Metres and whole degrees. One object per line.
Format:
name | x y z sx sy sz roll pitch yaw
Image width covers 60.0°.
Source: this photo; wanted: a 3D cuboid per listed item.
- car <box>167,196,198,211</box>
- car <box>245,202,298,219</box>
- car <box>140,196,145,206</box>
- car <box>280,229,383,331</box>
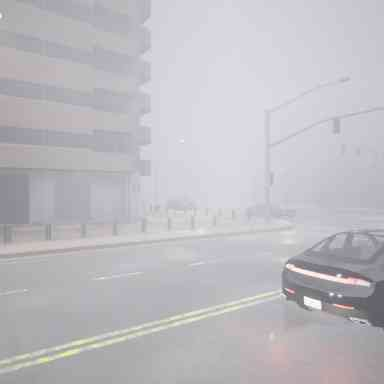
car | -1.218 1.298 40.299 2.097 1.767 4.553 0 0 -35
car | 6.770 1.545 28.619 1.895 1.301 4.718 0 0 -32
car | -9.403 1.169 52.213 2.150 2.045 5.566 0 0 -34
car | 3.848 1.492 6.486 4.902 1.511 2.128 0 0 -35
